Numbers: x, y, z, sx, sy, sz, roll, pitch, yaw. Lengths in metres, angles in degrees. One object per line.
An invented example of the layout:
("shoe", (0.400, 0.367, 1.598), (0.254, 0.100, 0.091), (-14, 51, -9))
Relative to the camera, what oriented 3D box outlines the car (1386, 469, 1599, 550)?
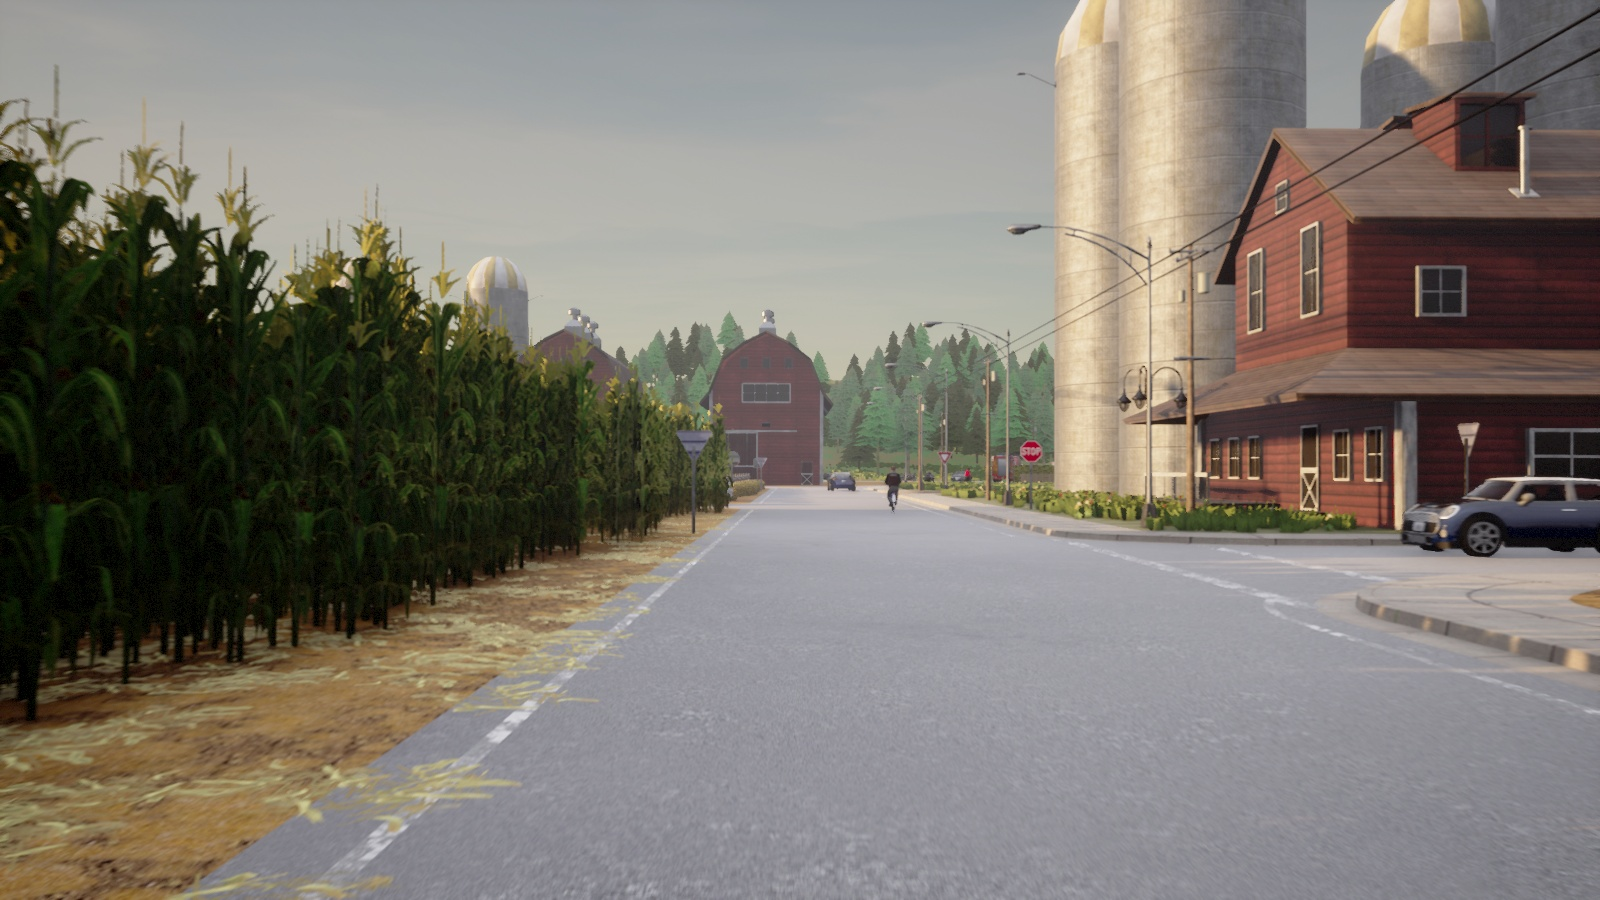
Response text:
("car", (13.528, 1.099, 23.899), (3.806, 1.475, 1.970), (0, -1, -1))
